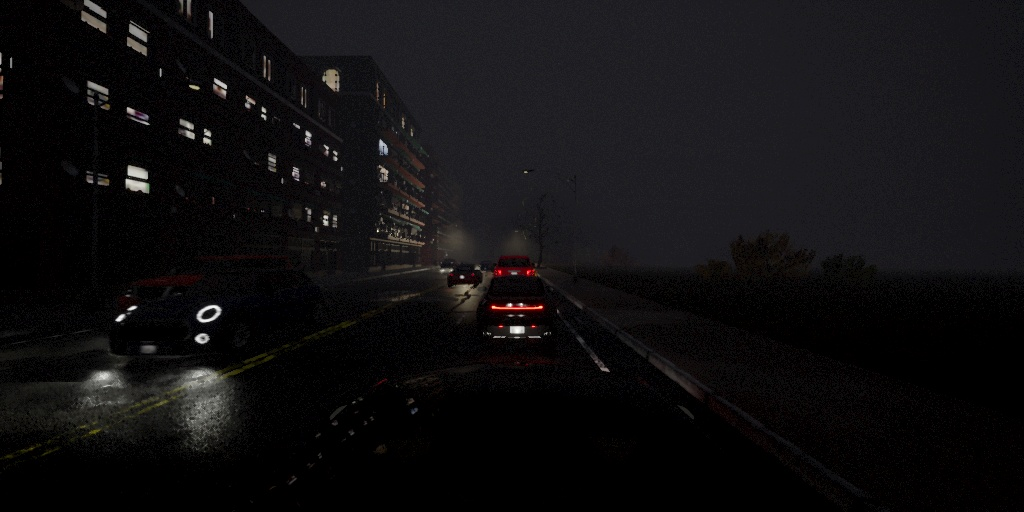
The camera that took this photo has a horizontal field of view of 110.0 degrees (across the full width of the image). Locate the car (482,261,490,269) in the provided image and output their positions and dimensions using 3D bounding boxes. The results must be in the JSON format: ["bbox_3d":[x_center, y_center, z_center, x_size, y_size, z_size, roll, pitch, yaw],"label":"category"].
[{"bbox_3d":[-3.120,1.280,44.587,1.812,1.442,4.674,0,0,0],"label":"car"}]

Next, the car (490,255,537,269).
[{"bbox_3d":[0.112,0.975,20.074,2.150,2.045,5.566,0,0,0],"label":"car"}]

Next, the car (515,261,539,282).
[{"bbox_3d":[1.157,1.209,30.482,1.801,1.575,5.366,0,0,0],"label":"car"}]

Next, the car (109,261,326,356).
[{"bbox_3d":[-6.594,1.103,8.747,2.097,1.767,4.553,0,0,0],"label":"car"}]

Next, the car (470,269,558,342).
[{"bbox_3d":[0.107,1.256,9.727,1.837,1.490,4.892,0,0,0],"label":"car"}]

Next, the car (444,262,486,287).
[{"bbox_3d":[-3.135,1.317,24.543,1.994,1.385,4.181,0,0,0],"label":"car"}]

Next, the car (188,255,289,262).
[{"bbox_3d":[-9.841,0.973,12.406,2.150,2.045,5.566,0,0,0],"label":"car"}]

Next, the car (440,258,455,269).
[{"bbox_3d":[-9.802,1.105,55.734,2.097,1.767,4.553,0,0,0],"label":"car"}]

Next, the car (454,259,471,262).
[{"bbox_3d":[-6.565,1.354,50.705,1.895,1.301,4.718,0,0,0],"label":"car"}]
